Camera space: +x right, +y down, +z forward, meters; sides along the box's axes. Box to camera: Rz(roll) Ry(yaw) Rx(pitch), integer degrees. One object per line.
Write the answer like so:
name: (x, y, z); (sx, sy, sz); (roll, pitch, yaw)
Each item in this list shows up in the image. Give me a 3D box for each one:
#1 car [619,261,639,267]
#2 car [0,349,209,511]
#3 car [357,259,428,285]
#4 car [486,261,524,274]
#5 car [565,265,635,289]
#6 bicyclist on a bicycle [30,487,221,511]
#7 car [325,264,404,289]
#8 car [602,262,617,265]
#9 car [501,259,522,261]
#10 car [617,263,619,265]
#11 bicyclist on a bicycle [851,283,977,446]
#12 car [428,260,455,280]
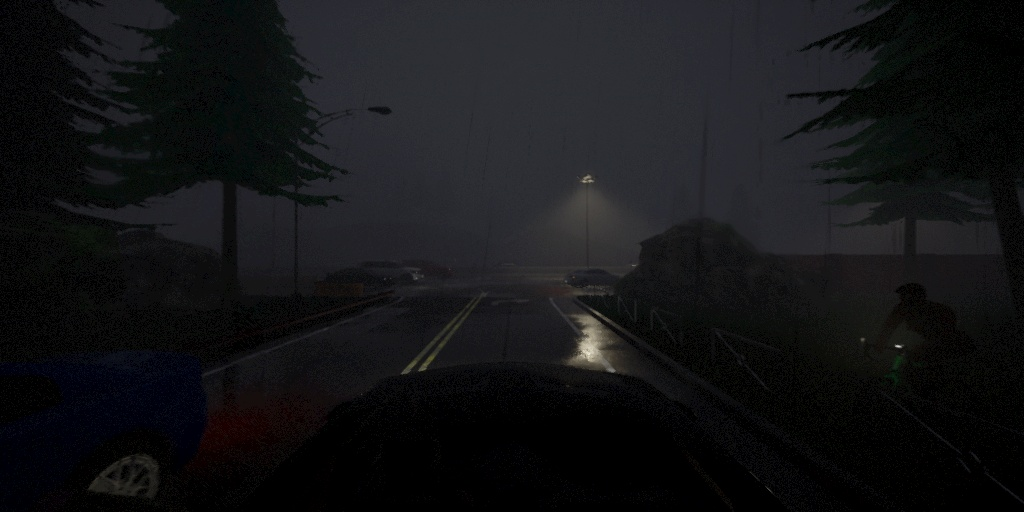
car: (17.662, 1.436, 47.475); (5.566, 2.045, 2.150); (0, 0, 0)
car: (-3.603, 1.223, 1.012); (1.882, 1.535, 5.008); (0, 0, 0)
car: (-10.176, 1.329, 29.595); (5.566, 2.045, 2.150); (0, 0, 0)
car: (-0.974, 1.737, 47.354); (4.674, 1.442, 1.812); (0, 0, 0)
car: (6.226, 1.616, 26.373); (4.674, 1.442, 1.812); (0, -2, -10)
bicyclist on a bicycle: (-1.899, 1.680, 1.883); (1.620, 0.582, 1.656); (11, -18, 5)
car: (-10.840, 1.564, 25.971); (5.008, 1.535, 1.882); (0, -1, 4)
car: (15.337, 1.855, 54.458); (4.718, 1.301, 1.895); (0, 0, 0)
car: (-0.879, 1.473, 54.354); (5.566, 2.045, 2.150); (0, 0, 0)
car: (18.255, 1.782, 50.977); (5.357, 1.411, 2.033); (0, 0, 0)
bicyclist on a bicycle: (4.105, 1.102, 3.614); (1.656, 1.620, 0.582); (5, -1, -11)
car: (-8.707, 1.369, 36.605); (5.566, 2.045, 2.150); (0, 0, 0)
